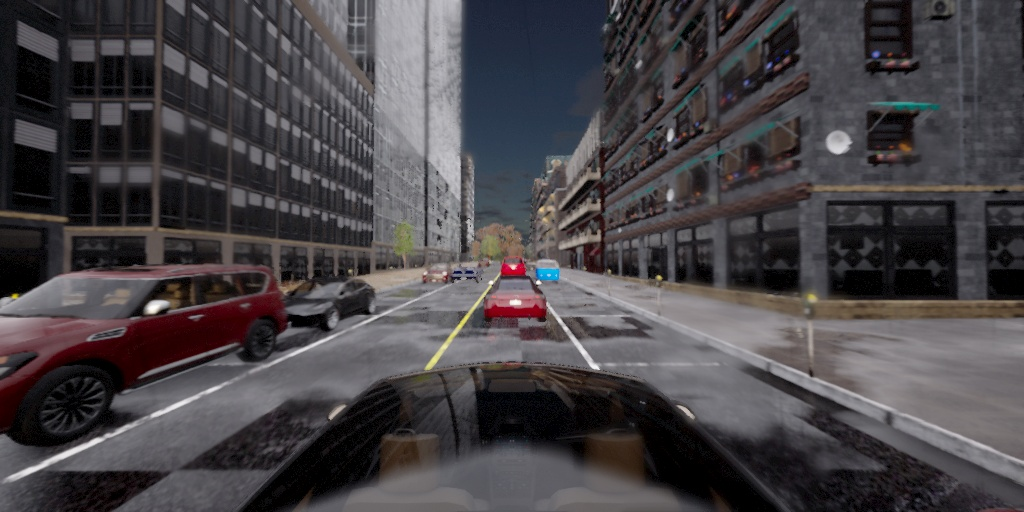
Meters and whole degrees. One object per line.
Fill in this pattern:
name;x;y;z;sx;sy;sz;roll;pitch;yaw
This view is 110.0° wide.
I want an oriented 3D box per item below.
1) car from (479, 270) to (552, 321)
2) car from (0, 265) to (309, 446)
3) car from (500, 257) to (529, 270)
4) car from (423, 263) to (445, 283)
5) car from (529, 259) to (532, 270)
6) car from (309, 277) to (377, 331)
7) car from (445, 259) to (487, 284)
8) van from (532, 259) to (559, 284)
car;0.102;1.354;12.596;1.994;1.385;4.181;0;0;0
car;-5.689;1.079;5.495;2.192;1.841;5.009;0;0;0
car;0.105;1.085;32.702;2.150;2.045;5.566;0;0;0
car;-5.685;1.287;28.124;1.967;1.591;4.097;0;0;0
car;2.699;1.481;50.758;2.007;1.370;4.403;0;0;0
car;-5.688;1.351;11.152;1.948;1.339;4.313;0;0;0
car;-2.997;1.083;24.385;1.895;1.301;4.718;0;0;0
van;2.695;1.188;28.129;1.690;1.789;3.998;0;0;0
